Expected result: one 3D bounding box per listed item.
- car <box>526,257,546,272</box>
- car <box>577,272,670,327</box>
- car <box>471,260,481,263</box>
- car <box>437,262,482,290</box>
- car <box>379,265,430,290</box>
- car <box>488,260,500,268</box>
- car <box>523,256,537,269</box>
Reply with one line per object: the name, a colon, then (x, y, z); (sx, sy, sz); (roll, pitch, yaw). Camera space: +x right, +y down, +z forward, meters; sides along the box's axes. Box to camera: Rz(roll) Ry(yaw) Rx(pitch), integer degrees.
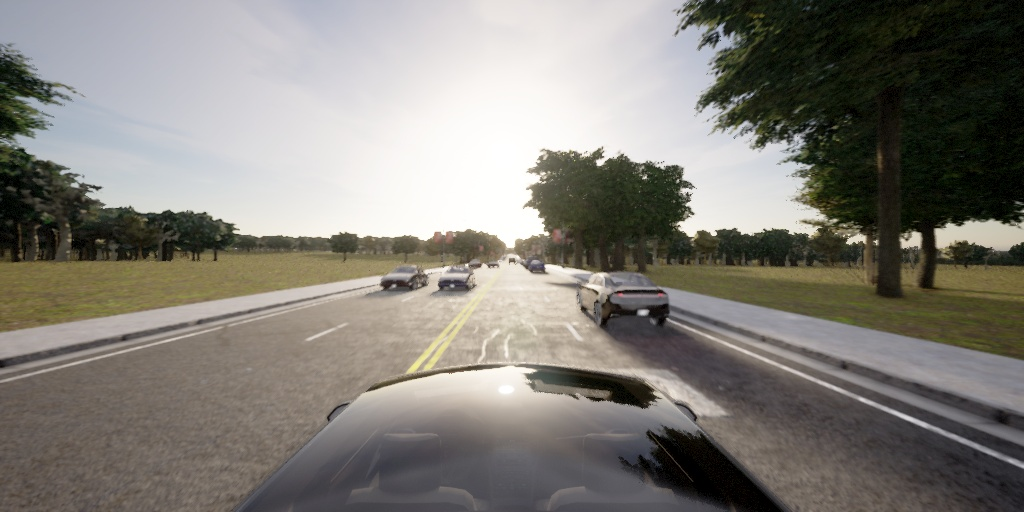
car: (3.260, 1.288, 46.466); (1.882, 1.535, 5.008); (0, 0, 0)
car: (3.354, 1.244, 11.603); (2.128, 1.511, 4.902); (0, 0, 0)
car: (-6.501, 1.373, 63.925); (1.882, 1.535, 5.008); (0, 0, 0)
car: (-3.340, 1.307, 22.703); (2.033, 1.411, 5.357); (0, 0, 0)
car: (-6.590, 1.307, 22.704); (2.033, 1.411, 5.357); (0, 0, 0)
car: (-3.251, 1.456, 63.973); (1.994, 1.385, 4.181); (0, 0, 0)
car: (3.262, 1.079, 57.500); (2.150, 2.045, 5.566); (0, 0, 0)
